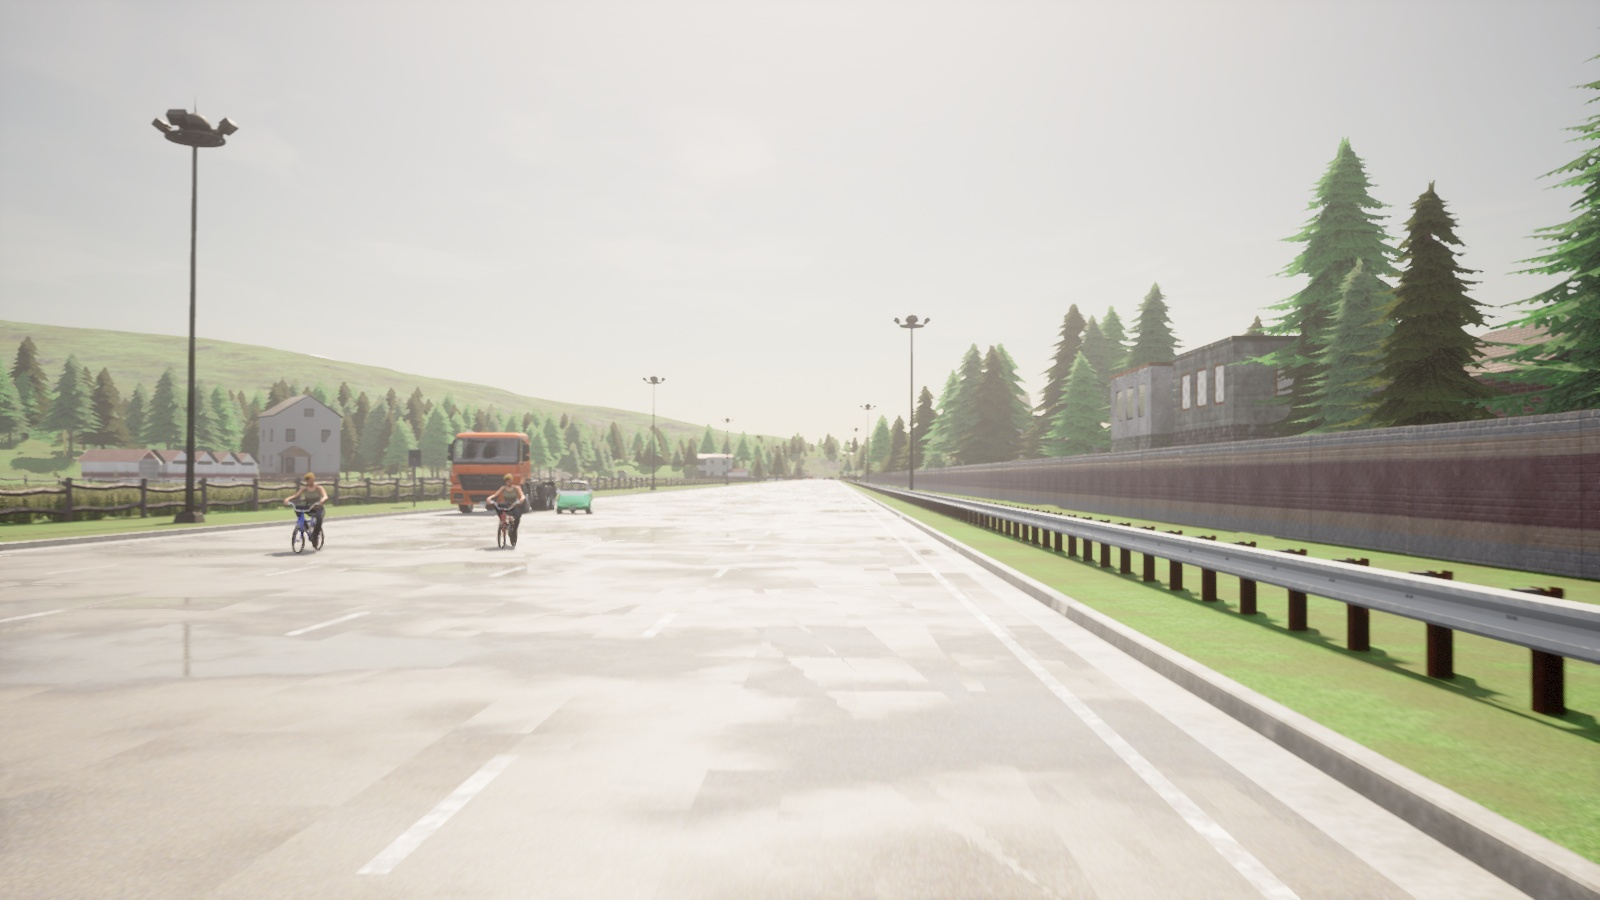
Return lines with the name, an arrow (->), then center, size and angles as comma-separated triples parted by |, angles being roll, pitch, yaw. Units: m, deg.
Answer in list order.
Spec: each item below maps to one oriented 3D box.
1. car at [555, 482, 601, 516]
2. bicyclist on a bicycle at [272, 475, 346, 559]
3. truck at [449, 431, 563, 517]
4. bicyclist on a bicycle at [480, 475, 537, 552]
car -> -9.176, 2.014, 52.053 | 1.481, 1.376, 2.207 | 0, -2, 2
bicyclist on a bicycle -> -9.889, 1.332, 25.355 | 0.866, 1.612, 1.509 | 0, 0, 1
truck -> -12.612, 1.045, 54.674 | 2.891, 3.462, 7.936 | 0, -1, 2
bicyclist on a bicycle -> -6.329, 1.361, 27.348 | 0.866, 1.612, 1.509 | 0, -1, 2
